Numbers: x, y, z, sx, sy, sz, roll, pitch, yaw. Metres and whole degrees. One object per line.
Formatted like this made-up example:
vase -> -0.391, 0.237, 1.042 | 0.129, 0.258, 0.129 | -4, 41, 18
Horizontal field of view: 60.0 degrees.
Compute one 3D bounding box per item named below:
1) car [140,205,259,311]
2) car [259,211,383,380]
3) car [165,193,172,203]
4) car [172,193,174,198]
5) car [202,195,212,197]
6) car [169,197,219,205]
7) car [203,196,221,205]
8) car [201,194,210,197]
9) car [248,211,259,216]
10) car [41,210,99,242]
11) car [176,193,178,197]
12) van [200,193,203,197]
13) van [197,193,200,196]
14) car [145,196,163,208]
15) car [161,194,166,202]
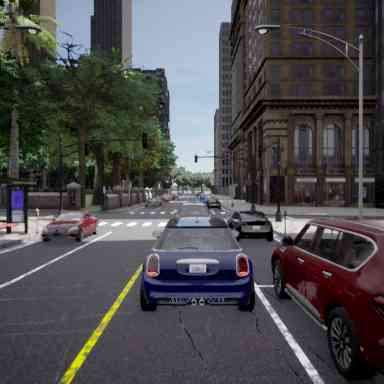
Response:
car -> 0.098, 1.350, 7.915 | 2.097, 1.767, 4.553 | 0, 0, 0
car -> 2.755, 1.314, 5.417 | 2.192, 1.841, 5.009 | 0, 0, 0
car -> -5.803, 1.391, 69.821 | 1.967, 1.590, 4.097 | 0, 0, 0
car -> -5.806, 1.258, 75.241 | 2.192, 1.841, 5.009 | 0, 0, 0
car -> 2.734, 1.540, 48.124 | 1.947, 1.339, 4.313 | 0, 0, 0
car -> 0.091, 1.346, 17.449 | 2.097, 1.767, 4.553 | 0, 0, 0
car -> 2.737, 1.544, 42.704 | 1.947, 1.339, 4.313 | 0, 0, 0
car -> 2.731, 1.494, 53.715 | 1.752, 1.417, 4.829 | 0, 0, 0
car -> 2.750, 1.561, 16.267 | 1.947, 1.339, 4.313 | 0, 0, 0
car -> -5.775, 1.577, 16.281 | 1.802, 1.307, 4.206 | 0, 0, 0
car -> -5.814, 1.232, 91.502 | 2.192, 1.841, 5.009 | 0, 0, 0
van -> 2.728, 1.305, 58.965 | 1.690, 1.788, 3.998 | 0, 0, 0
van -> 2.717, 1.276, 80.647 | 1.690, 1.788, 3.998 | 0, 0, 0
car -> -5.791, 1.525, 48.140 | 2.008, 1.369, 4.403 | 0, 0, 0
car -> -5.795, 1.409, 53.560 | 1.967, 1.590, 4.097 | 0, 0, 0
